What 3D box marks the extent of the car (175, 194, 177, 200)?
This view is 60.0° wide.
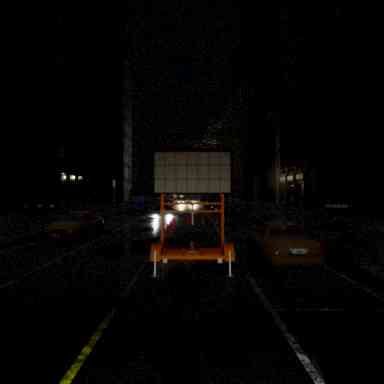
[{"bbox_3d":[-5.540,1.411,84.218,2.192,1.841,5.009,0,0,0],"label":"car"}]

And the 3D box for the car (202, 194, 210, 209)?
[{"bbox_3d":[2.927,1.323,44.720,2.192,1.841,5.009,0,0,0],"label":"car"}]

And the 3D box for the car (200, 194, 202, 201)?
[{"bbox_3d":[2.953,1.479,61.638,1.967,1.590,4.097,0,0,0],"label":"car"}]

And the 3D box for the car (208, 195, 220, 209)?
[{"bbox_3d":[2.910,1.434,33.440,1.967,1.590,4.097,0,0,0],"label":"car"}]

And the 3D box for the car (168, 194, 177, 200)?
[{"bbox_3d":[-5.523,1.461,95.471,2.192,1.841,5.009,0,0,0],"label":"car"}]

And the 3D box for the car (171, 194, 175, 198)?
[{"bbox_3d":[-5.548,1.601,78.410,1.752,1.417,4.829,0,0,0],"label":"car"}]

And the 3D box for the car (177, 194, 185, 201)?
[{"bbox_3d":[-2.864,1.609,89.462,2.128,1.511,4.902,0,0,0],"label":"car"}]

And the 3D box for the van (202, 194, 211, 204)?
[{"bbox_3d":[2.961,1.391,67.278,1.690,1.788,3.998,0,0,0],"label":"van"}]

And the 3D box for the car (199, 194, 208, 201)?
[{"bbox_3d":[2.994,1.433,89.836,2.192,1.841,5.009,0,0,0],"label":"car"}]

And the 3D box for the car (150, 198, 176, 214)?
[{"bbox_3d":[-3.046,1.596,35.888,1.895,1.301,4.718,0,0,0],"label":"car"}]

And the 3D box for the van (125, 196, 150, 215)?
[{"bbox_3d":[-5.615,1.335,33.469,1.690,1.788,3.998,0,0,0],"label":"van"}]

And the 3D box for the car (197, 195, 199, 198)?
[{"bbox_3d":[2.985,1.662,84.195,1.947,1.339,4.313,0,0,0],"label":"car"}]

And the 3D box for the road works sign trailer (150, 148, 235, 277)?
[{"bbox_3d":[0.016,0.461,10.200,2.380,3.560,2.880,0,0,0],"label":"road works sign trailer"}]

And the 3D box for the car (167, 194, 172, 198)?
[{"bbox_3d":[-5.564,1.631,67.303,1.802,1.307,4.206,0,0,0],"label":"car"}]

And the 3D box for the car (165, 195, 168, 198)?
[{"bbox_3d":[-5.582,1.573,56.024,1.887,1.381,4.507,0,0,0],"label":"car"}]

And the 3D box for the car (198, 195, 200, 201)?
[{"bbox_3d":[2.977,1.658,78.557,1.802,1.307,4.206,0,0,0],"label":"car"}]

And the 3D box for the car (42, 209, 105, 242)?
[{"bbox_3d":[-5.642,1.519,16.344,1.752,1.417,4.829,0,0,1],"label":"car"}]

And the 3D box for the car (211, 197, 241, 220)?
[{"bbox_3d":[2.901,1.431,27.802,1.967,1.590,4.097,0,0,0],"label":"car"}]

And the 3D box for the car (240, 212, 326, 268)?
[{"bbox_3d":[2.883,1.521,11.086,1.752,1.417,4.829,0,0,1],"label":"car"}]

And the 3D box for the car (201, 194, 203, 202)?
[{"bbox_3d":[2.935,1.333,50.359,2.192,1.841,5.009,0,0,0],"label":"car"}]
